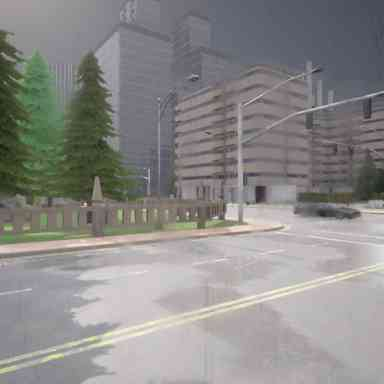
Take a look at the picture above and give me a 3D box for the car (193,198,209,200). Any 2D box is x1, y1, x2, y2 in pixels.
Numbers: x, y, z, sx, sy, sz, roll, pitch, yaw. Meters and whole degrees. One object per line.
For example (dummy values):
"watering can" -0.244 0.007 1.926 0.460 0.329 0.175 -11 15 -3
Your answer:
"car" 1.236 1.491 41.244 2.128 1.511 4.902 0 0 -35

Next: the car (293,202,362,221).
"car" 11.146 1.548 27.838 2.033 1.411 5.357 0 0 -40
